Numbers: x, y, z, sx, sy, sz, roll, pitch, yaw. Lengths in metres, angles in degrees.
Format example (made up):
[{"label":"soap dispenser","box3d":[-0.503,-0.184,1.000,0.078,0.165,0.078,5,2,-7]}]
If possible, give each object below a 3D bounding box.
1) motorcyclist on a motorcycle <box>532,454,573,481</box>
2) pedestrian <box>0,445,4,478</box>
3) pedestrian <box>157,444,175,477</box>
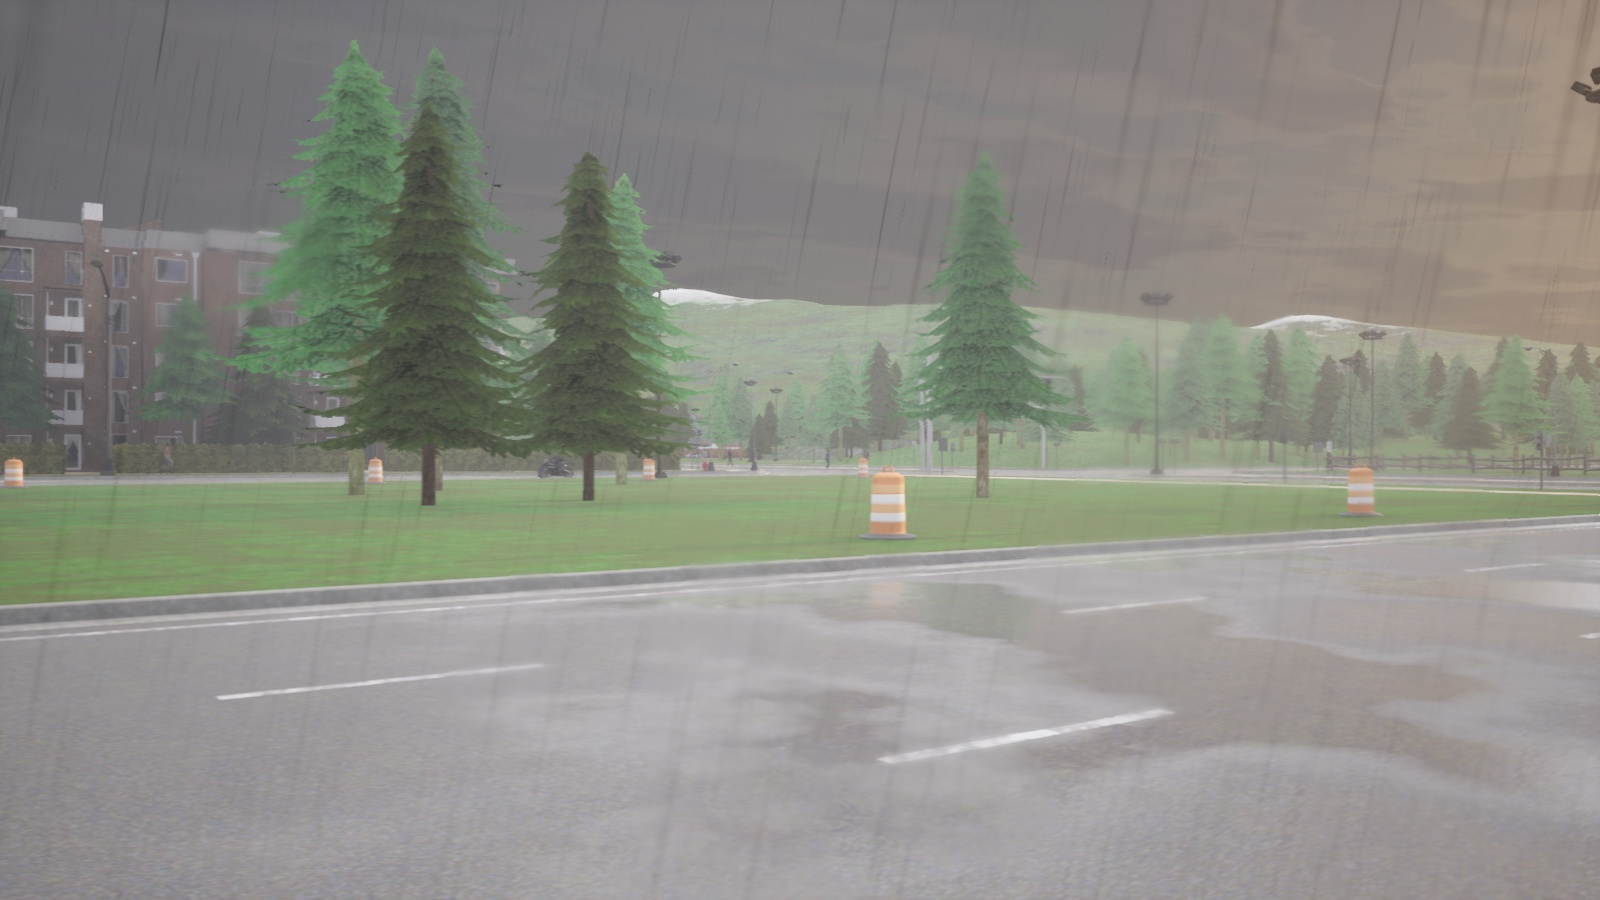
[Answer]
[{"label":"motorcyclist on a motorcycle","box3d":[-14.352,0.989,72.778,2.191,1.530,0.866,0,0,-35]},{"label":"pedestrian","box3d":[-44.608,0.639,69.685,0.706,1.836,0.354,0,0,-34]},{"label":"pedestrian","box3d":[-37.791,0.637,74.814,0.873,1.952,0.659,0,0,-33]}]
